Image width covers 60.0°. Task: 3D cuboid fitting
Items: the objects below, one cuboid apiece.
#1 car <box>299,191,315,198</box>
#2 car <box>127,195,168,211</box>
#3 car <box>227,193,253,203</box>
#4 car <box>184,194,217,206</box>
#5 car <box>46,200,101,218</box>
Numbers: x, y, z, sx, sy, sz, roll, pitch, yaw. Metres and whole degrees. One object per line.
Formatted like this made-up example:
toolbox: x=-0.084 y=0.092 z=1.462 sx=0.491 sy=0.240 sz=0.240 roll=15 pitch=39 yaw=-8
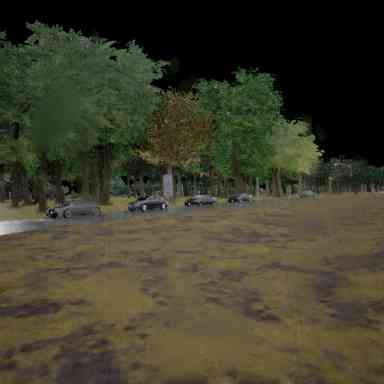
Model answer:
car: x=22.987 y=0.450 z=66.267 sx=2.033 sy=1.411 sz=5.357 roll=-3 pitch=-1 yaw=35
car: x=-4.468 y=1.133 z=33.824 sx=1.837 sy=1.490 sz=4.892 roll=-3 pitch=-1 yaw=35
car: x=7.386 y=0.867 z=50.522 sx=2.033 sy=1.411 sz=5.357 roll=-3 pitch=-1 yaw=36
car: x=1.197 y=1.025 z=41.827 sx=2.033 sy=1.411 sz=5.357 roll=-3 pitch=-1 yaw=35
car: x=-9.454 y=1.330 z=26.739 sx=1.994 sy=1.385 sz=4.181 roll=-3 pitch=-1 yaw=36
